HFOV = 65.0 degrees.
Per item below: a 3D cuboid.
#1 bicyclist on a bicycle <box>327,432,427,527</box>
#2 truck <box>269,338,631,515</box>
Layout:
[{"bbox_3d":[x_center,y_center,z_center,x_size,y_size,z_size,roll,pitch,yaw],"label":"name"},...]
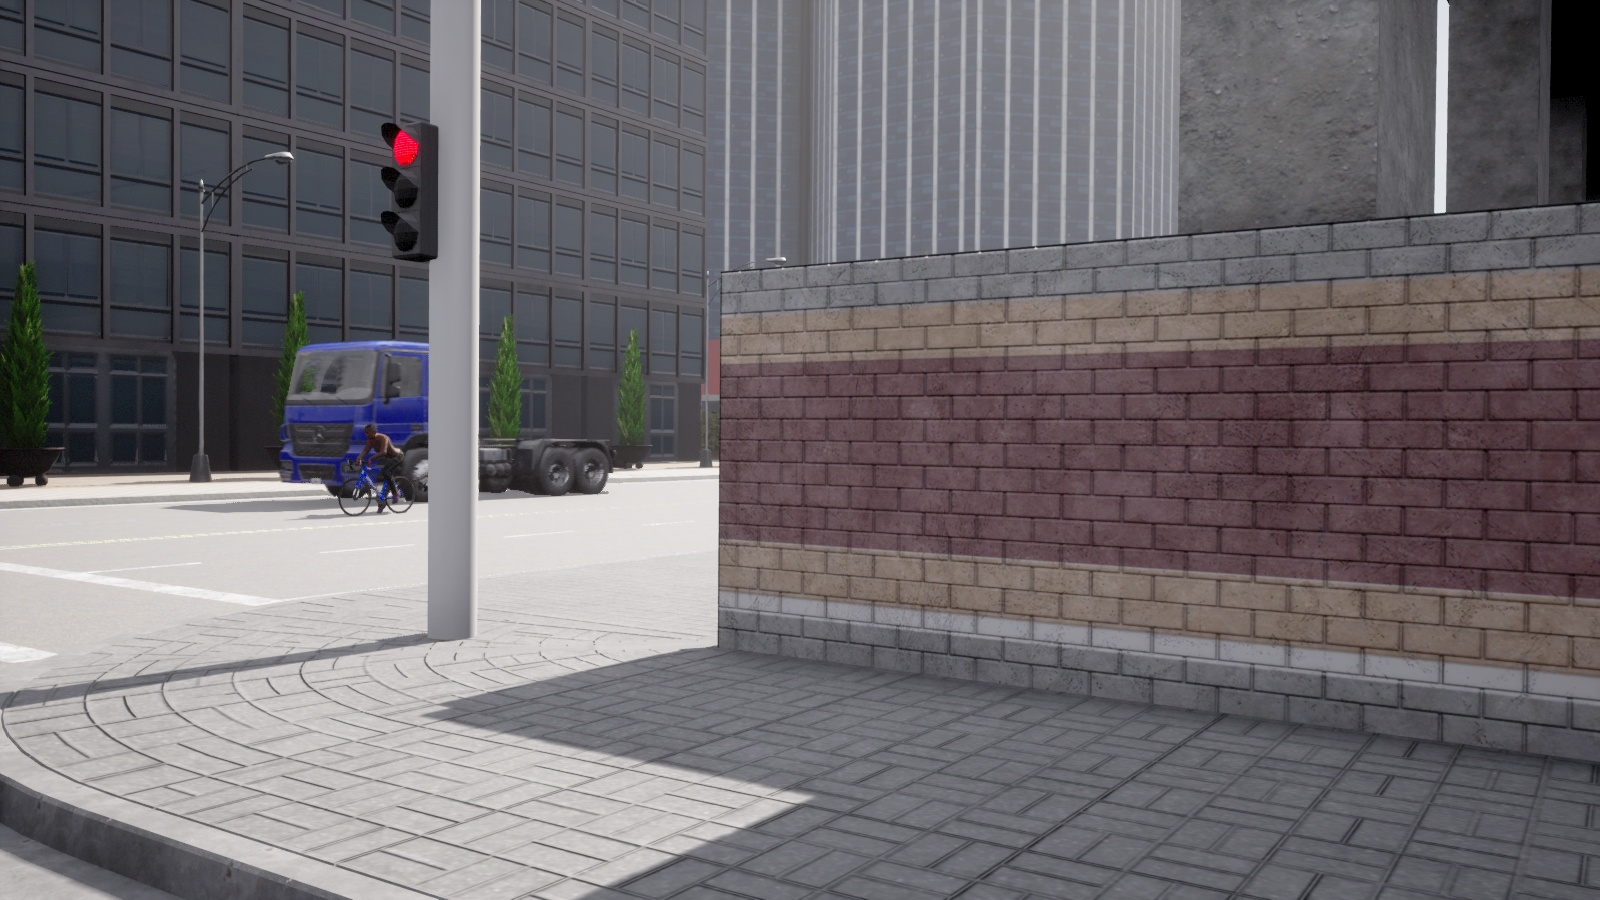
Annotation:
[{"bbox_3d":[-7.542,0.501,22.464,0.582,1.620,1.656,0,1,34],"label":"bicyclist on a bicycle"},{"bbox_3d":[-7.625,-0.517,28.633,2.891,3.462,7.936,0,1,34],"label":"truck"}]
